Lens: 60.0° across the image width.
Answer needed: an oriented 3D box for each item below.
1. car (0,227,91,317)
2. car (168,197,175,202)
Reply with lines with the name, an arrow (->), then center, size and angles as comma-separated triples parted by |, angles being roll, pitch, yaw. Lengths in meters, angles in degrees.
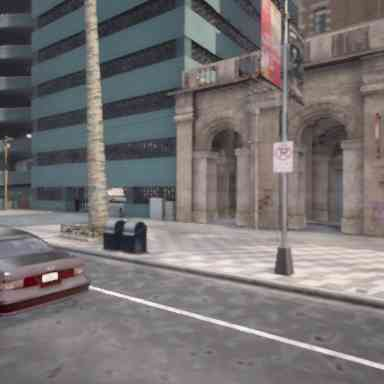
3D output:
car -> -4.488, 1.500, 7.194 | 5.357, 1.411, 2.033 | 0, 0, 36
car -> -0.250, 0.925, 30.248 | 5.566, 2.045, 2.435 | 0, 0, 36
